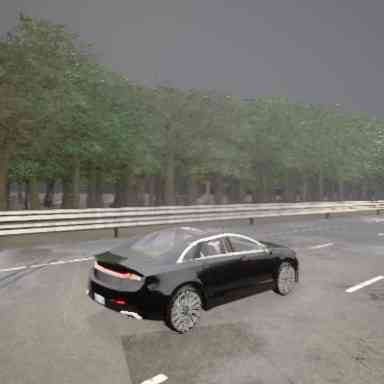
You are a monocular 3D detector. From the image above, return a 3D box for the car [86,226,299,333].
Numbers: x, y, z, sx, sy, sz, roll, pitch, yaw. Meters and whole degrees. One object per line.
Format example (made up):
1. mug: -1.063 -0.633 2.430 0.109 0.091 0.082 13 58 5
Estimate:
1. car: 0.351 1.466 6.826 4.902 1.511 2.128 0 0 -42
